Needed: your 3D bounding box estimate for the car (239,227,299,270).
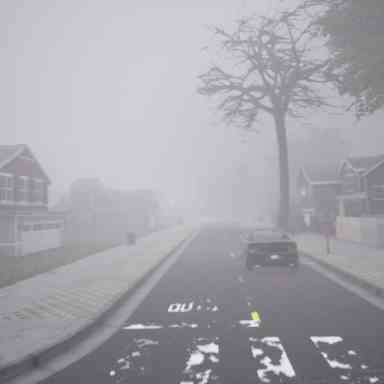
[{"bbox_3d":[3.062,2.200,13.841,1.882,1.535,5.008,-3,-3,5],"label":"car"}]
